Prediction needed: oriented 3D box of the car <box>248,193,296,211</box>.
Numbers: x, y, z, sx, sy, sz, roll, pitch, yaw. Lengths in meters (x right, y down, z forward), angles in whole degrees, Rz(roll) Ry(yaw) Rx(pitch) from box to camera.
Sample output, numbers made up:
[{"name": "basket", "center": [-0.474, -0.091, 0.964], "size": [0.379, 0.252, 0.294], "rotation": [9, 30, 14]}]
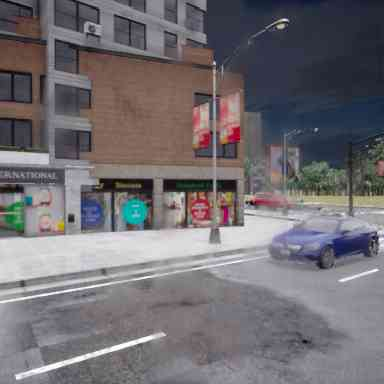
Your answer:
[{"name": "car", "center": [9.388, 1.123, 39.481], "size": [2.150, 2.045, 5.566], "rotation": [0, 0, -22]}]

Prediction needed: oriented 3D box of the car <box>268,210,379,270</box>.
[{"name": "car", "center": [4.592, 1.526, 11.229], "size": [4.674, 1.442, 1.812], "rotation": [0, 0, -38]}]

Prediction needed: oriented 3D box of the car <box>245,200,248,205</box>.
[{"name": "car", "center": [9.589, 1.473, 47.565], "size": [1.895, 1.301, 4.718], "rotation": [0, 0, -22]}]

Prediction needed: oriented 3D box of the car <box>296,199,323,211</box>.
[{"name": "car", "center": [13.081, 1.493, 39.095], "size": [1.895, 1.301, 4.718], "rotation": [0, 0, -23]}]
